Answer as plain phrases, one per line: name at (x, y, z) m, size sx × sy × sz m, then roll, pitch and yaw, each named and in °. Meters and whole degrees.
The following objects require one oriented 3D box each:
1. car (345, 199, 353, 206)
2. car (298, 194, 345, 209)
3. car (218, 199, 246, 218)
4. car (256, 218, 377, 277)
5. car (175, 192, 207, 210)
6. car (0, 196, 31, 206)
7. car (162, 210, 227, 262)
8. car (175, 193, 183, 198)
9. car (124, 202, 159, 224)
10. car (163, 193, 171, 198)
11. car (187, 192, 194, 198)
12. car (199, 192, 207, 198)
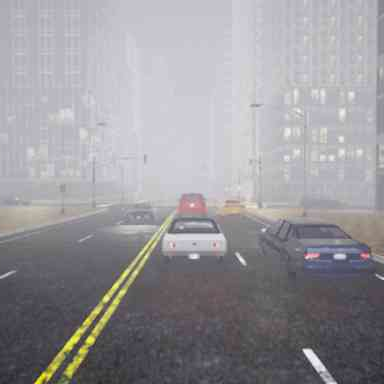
car at (21.636, 1.321, 50.357) m, size 4.829 × 1.417 × 1.752 m, roll 0°, pitch 1°, yaw 1°
car at (16.056, 1.251, 42.050) m, size 5.009 × 1.841 × 2.192 m, roll 0°, pitch 1°, yaw 1°
car at (3.254, 1.295, 27.921) m, size 1.882 × 1.535 × 5.008 m, roll 0°, pitch 0°, yaw 0°
car at (3.316, 1.483, 9.992) m, size 2.033 × 1.411 × 5.357 m, roll 0°, pitch 0°, yaw 0°
car at (0.009, 1.049, 26.558) m, size 2.150 × 2.045 × 5.566 m, roll 0°, pitch 0°, yaw 0°
car at (-22.872, 1.172, 42.442) m, size 4.313 × 1.339 × 1.947 m, roll 0°, pitch 1°, yaw 1°
car at (0.061, 1.527, 11.686) m, size 1.895 × 1.301 × 4.718 m, roll 0°, pitch 0°, yaw 0°
car at (-3.567, 0.926, 90.502) m, size 1.994 × 1.385 × 4.181 m, roll 0°, pitch 0°, yaw 0°
car at (-3.410, 1.417, 23.128) m, size 1.994 × 1.385 × 4.181 m, roll 0°, pitch 0°, yaw 0°
car at (-6.817, 0.901, 90.491) m, size 2.128 × 1.511 × 4.902 m, roll 0°, pitch 0°, yaw 0°
car at (-0.319, 0.862, 91.530) m, size 1.812 × 1.442 × 4.674 m, roll 0°, pitch 0°, yaw 0°
car at (2.933, 0.861, 91.125) m, size 2.033 × 1.411 × 5.357 m, roll 0°, pitch 0°, yaw 0°
